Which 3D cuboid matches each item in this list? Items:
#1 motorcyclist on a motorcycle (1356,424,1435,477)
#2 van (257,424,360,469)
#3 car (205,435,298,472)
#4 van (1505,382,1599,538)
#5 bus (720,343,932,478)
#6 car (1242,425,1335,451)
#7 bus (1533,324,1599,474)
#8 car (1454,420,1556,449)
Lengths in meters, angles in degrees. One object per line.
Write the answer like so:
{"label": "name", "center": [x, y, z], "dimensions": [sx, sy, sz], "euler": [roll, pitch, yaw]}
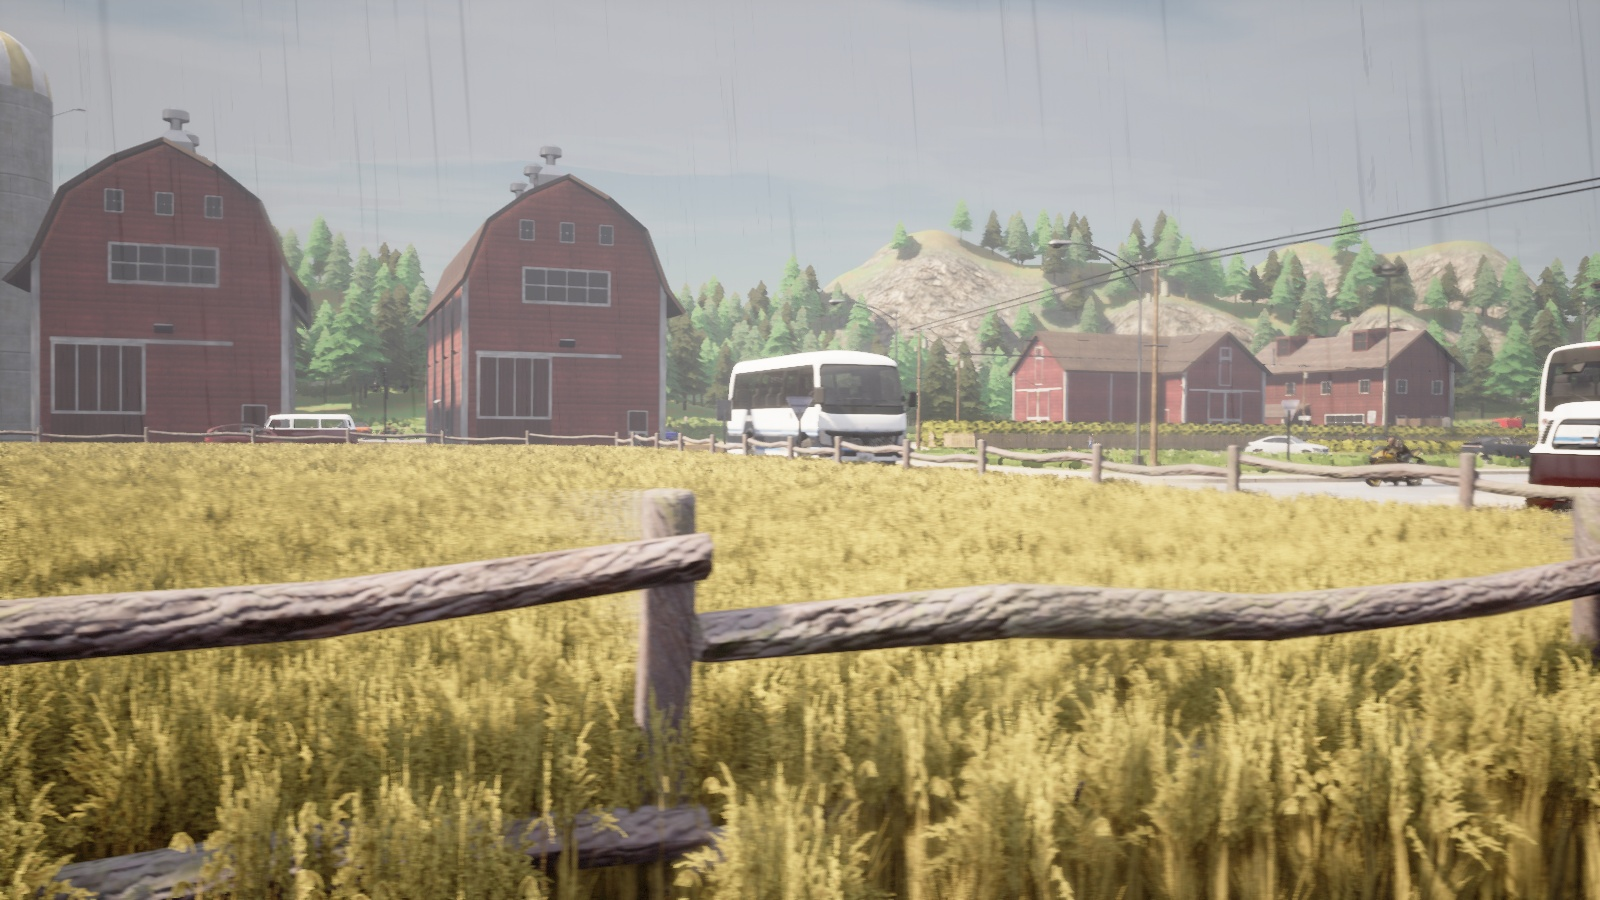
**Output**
{"label": "motorcyclist on a motorcycle", "center": [17.813, -0.001, 37.573], "dimensions": [2.191, 1.530, 0.866], "euler": [-1, 1, -22]}
{"label": "van", "center": [-23.536, -0.199, 60.088], "dimensions": [4.480, 2.038, 2.069], "euler": [-1, 1, -24]}
{"label": "car", "center": [-24.401, 0.136, 55.872], "dimensions": [3.705, 1.549, 1.789], "euler": [-1, 1, -24]}
{"label": "van", "center": [11.688, 0.120, 15.940], "dimensions": [2.069, 2.038, 4.480], "euler": [-1, 1, -21]}
{"label": "bus", "center": [0.586, -1.333, 45.003], "dimensions": [3.944, 4.253, 10.273], "euler": [-1, 1, -21]}
{"label": "car", "center": [28.123, -0.711, 72.354], "dimensions": [1.812, 1.442, 4.674], "euler": [-2, 1, -44]}
{"label": "bus", "center": [27.423, -1.527, 37.618], "dimensions": [10.273, 4.253, 3.944], "euler": [-1, 1, -22]}
{"label": "car", "center": [39.606, -0.885, 70.535], "dimensions": [4.902, 1.511, 2.128], "euler": [-1, 1, -15]}
